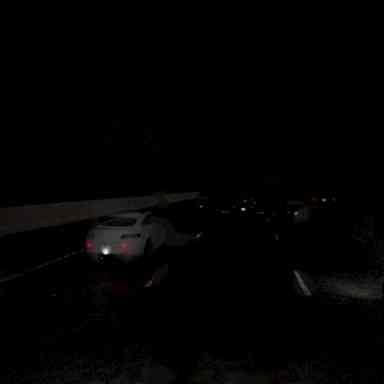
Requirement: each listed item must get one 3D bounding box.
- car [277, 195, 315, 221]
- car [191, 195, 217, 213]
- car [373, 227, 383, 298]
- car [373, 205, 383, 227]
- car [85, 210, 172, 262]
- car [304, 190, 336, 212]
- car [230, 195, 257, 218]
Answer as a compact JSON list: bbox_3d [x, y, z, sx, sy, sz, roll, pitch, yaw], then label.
[{"bbox_3d":[7.158,1.195,23.681,1.812,1.442,4.674,0,1,10],"label":"car"},{"bbox_3d":[1.176,1.029,30.296,1.882,1.535,5.008,0,1,10],"label":"car"},{"bbox_3d":[4.152,1.477,4.020,1.812,1.442,4.674,0,1,6],"label":"car"},{"bbox_3d":[8.824,1.062,12.505,2.150,2.045,5.566,0,1,9],"label":"car"},{"bbox_3d":[-1.986,1.348,11.368,1.812,1.442,4.674,0,1,9],"label":"car"},{"bbox_3d":[12.099,0.784,31.905,2.150,2.045,5.566,0,1,10],"label":"car"},{"bbox_3d":[4.039,1.186,26.172,1.994,1.385,4.181,0,1,9],"label":"car"}]
